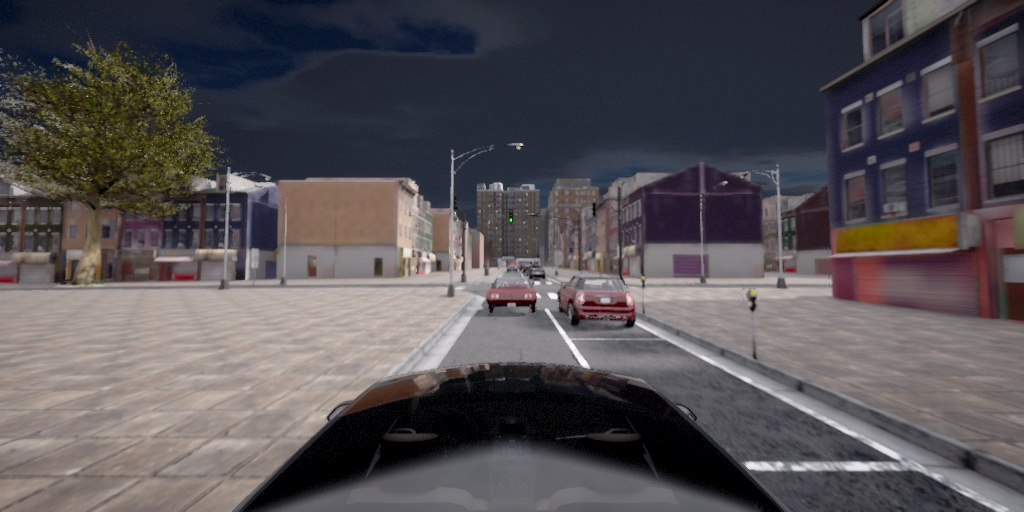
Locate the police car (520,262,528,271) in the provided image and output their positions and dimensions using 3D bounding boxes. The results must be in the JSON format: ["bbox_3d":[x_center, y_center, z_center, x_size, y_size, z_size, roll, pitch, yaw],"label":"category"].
[{"bbox_3d":[2.760,2.004,58.723,1.930,1.638,5.238,0,-1,0],"label":"police car"}]

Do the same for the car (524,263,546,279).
[{"bbox_3d":[2.646,1.800,38.883,1.948,1.339,4.313,0,0,0],"label":"car"}]

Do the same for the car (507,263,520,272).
[{"bbox_3d":[0.025,2.304,65.256,1.895,1.301,4.718,0,-1,0],"label":"car"}]

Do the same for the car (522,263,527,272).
[{"bbox_3d":[2.647,1.888,44.319,1.948,1.339,4.313,0,0,0],"label":"car"}]

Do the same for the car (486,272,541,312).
[{"bbox_3d":[0.055,1.508,15.139,1.895,1.301,4.718,0,-1,2],"label":"car"}]

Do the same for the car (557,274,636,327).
[{"bbox_3d":[2.642,1.311,12.141,1.967,1.591,4.097,0,0,0],"label":"car"}]
